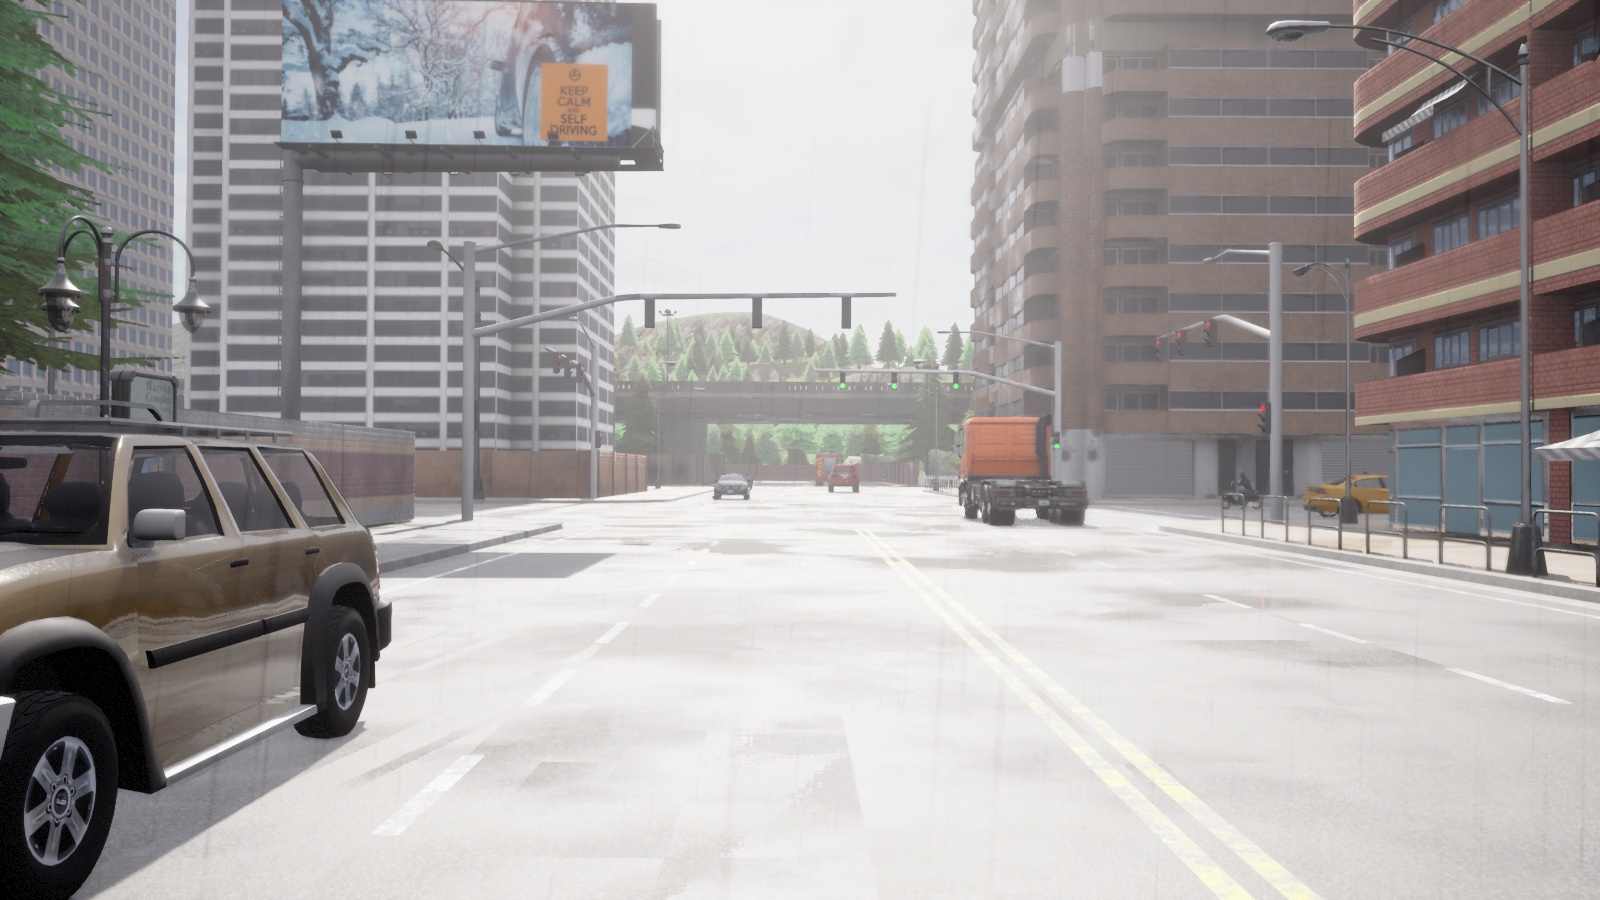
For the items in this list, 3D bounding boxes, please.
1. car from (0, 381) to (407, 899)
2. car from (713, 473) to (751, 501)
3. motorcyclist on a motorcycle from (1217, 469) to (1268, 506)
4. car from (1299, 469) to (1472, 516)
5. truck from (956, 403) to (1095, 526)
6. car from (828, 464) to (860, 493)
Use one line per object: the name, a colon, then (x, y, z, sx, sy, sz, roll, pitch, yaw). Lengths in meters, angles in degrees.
car: (-3.520, 0.744, 5.891, 1.932, 1.855, 4.605, 0, -1, 0)
car: (-3.696, 2.011, 68.991, 1.812, 1.442, 4.674, 0, -1, 0)
motorcyclist on a motorcycle: (18.769, 1.585, 53.265, 1.817, 1.590, 0.866, 0, -1, 0)
car: (19.877, 1.429, 42.764, 5.008, 1.535, 1.882, 0, -1, 0)
truck: (6.883, 0.467, 39.533, 2.891, 3.462, 7.936, 0, -1, 0)
car: (3.234, 2.081, 93.165, 2.150, 2.045, 5.566, 0, -1, 0)
